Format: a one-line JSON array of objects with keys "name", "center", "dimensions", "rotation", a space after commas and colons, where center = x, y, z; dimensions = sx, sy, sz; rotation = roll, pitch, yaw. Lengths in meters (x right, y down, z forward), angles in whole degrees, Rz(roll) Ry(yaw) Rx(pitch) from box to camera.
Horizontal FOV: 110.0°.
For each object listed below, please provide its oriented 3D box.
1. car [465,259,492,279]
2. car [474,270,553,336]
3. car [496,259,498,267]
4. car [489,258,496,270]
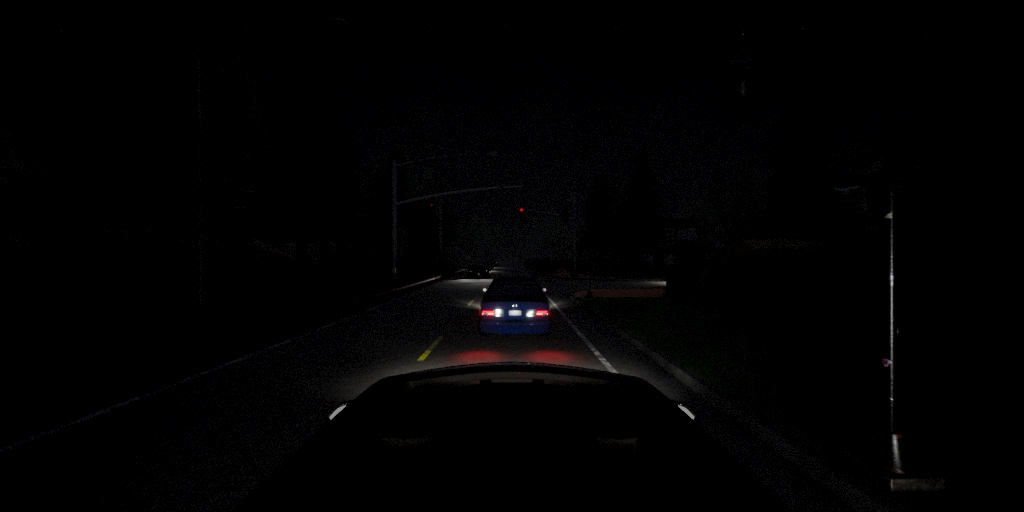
[{"name": "car", "center": [-3.188, 1.275, 32.402], "dimensions": [1.812, 1.442, 4.674], "rotation": [0, 0, -10]}, {"name": "car", "center": [0.075, 1.297, 10.393], "dimensions": [2.033, 1.411, 5.357], "rotation": [0, 0, 0]}, {"name": "car", "center": [-3.587, 1.102, 64.862], "dimensions": [2.097, 1.767, 4.553], "rotation": [0, 0, 0]}, {"name": "car", "center": [-3.626, 1.298, 50.007], "dimensions": [2.033, 1.411, 5.357], "rotation": [0, 0, -1]}]
